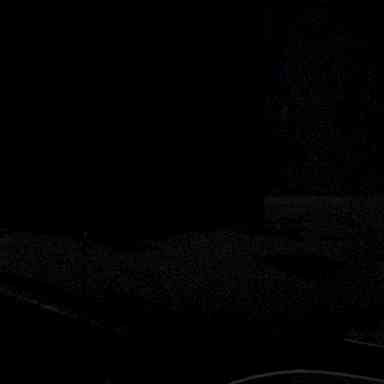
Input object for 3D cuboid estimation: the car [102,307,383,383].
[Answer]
[{"bbox_3d":[1.210,1.551,2.218,4.403,1.369,2.008,0,0,36],"label":"car"}]
